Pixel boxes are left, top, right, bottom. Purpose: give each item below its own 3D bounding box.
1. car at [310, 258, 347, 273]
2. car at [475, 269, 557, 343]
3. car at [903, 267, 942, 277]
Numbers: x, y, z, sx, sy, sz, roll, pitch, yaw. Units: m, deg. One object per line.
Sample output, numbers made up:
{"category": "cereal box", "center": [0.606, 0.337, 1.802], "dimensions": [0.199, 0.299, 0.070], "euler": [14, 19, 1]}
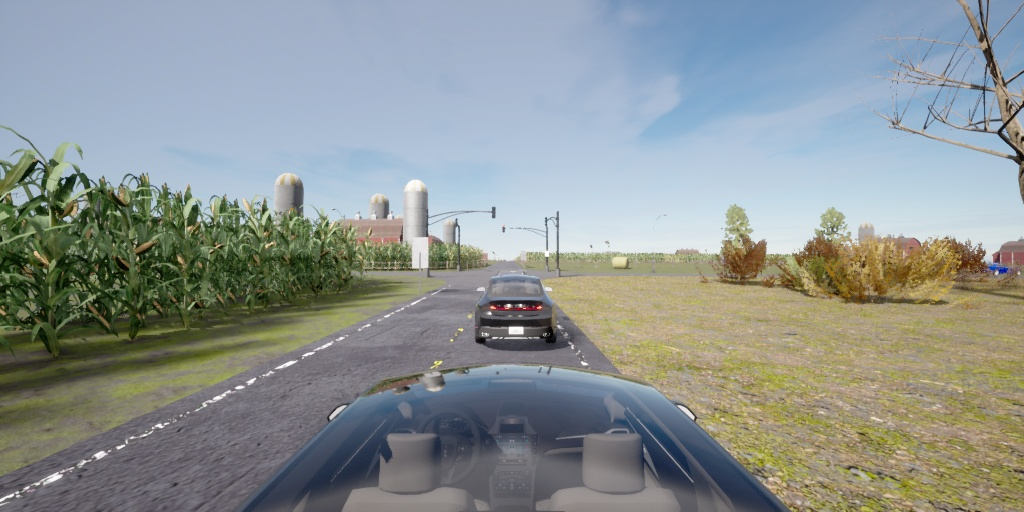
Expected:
{"category": "car", "center": [-19.832, 0.930, 37.646], "dimensions": [4.553, 1.767, 2.097], "euler": [0, -1, -3]}
{"category": "car", "center": [0.079, 1.259, 9.662], "dimensions": [1.837, 1.490, 4.892], "euler": [0, 0, 0]}
{"category": "car", "center": [48.555, 1.768, 42.531], "dimensions": [4.181, 1.385, 1.994], "euler": [1, -1, -5]}
